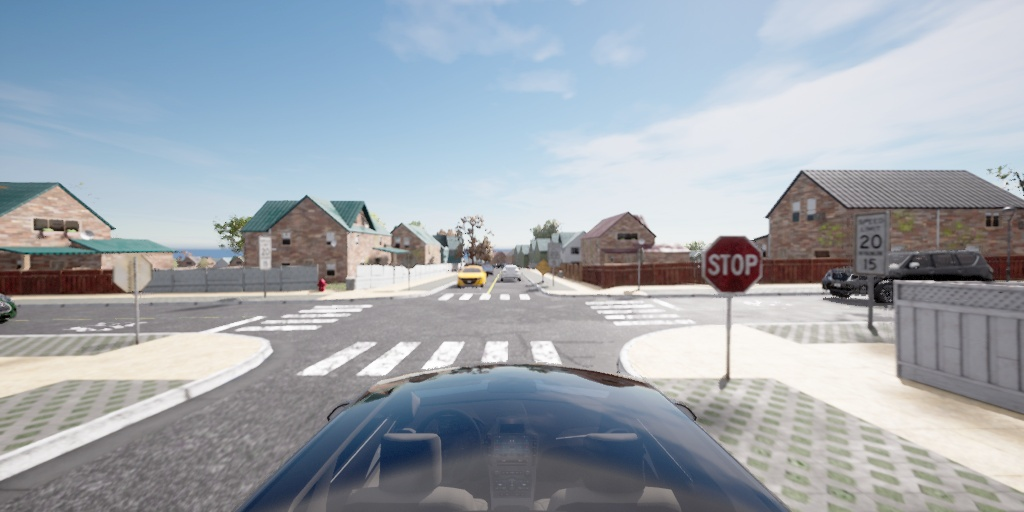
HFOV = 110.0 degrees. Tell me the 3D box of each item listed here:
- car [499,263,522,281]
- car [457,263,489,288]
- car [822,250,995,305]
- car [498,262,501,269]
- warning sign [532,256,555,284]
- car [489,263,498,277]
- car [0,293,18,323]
[{"bbox_3d":[-0.142,1.678,35.537,1.812,1.442,4.674,0,-1,-1],"label":"car"},{"bbox_3d":[-2.976,1.520,27.116,1.882,1.535,5.008,0,-1,-1],"label":"car"},{"bbox_3d":[16.176,0.796,14.790,5.566,2.045,2.150,-1,1,0],"label":"car"},{"bbox_3d":[-3.346,1.779,61.252,1.895,1.301,4.718,0,-1,-1],"label":"car"},{"bbox_3d":[2.387,1.161,27.575,1.300,1.860,1.060,0,0,-1],"label":"warning sign"},{"bbox_3d":[-3.226,1.852,45.783,2.033,1.411,5.357,0,-1,-1],"label":"car"},{"bbox_3d":[-19.478,1.523,11.687,4.553,1.767,2.097,-1,1,0],"label":"car"}]
